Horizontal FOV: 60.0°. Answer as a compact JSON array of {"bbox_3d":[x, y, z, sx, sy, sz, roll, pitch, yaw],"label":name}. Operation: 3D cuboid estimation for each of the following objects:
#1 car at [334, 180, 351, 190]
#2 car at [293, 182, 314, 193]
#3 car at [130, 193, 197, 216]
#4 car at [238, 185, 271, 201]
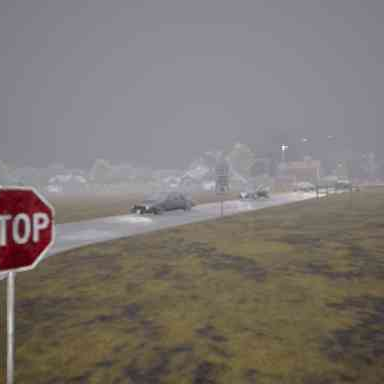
[{"bbox_3d":[24.257,-1.163,53.519,1.882,1.535,5.008,0,3,36],"label":"car"},{"bbox_3d":[15.716,-0.652,46.779,1.812,1.442,4.674,0,2,37],"label":"car"},{"bbox_3d":[-1.822,0.756,23.168,2.033,1.411,5.357,0,3,36],"label":"car"},{"bbox_3d":[6.471,0.028,34.389,2.128,1.511,4.902,0,3,37],"label":"car"}]
